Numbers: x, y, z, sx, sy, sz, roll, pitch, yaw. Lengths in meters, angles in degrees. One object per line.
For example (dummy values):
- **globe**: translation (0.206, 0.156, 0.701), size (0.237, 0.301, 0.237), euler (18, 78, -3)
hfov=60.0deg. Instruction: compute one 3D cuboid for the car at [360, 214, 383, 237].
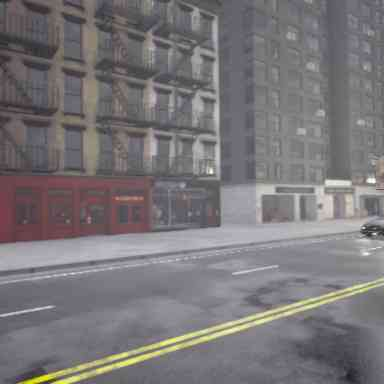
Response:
- **car**: translation (12.374, 1.951, 20.064), size (5.357, 1.411, 2.033), euler (0, -2, -35)
